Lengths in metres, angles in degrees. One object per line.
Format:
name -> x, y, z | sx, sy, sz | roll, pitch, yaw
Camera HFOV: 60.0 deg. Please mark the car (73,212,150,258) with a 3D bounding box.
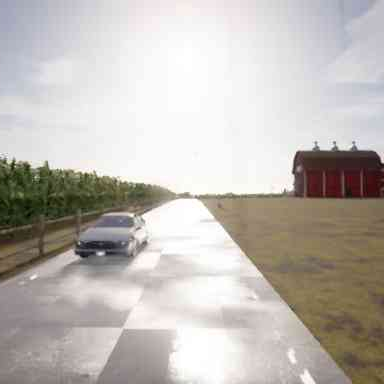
car -> -2.797, 1.515, 12.886 | 2.033, 1.411, 5.357 | 0, 0, 1
